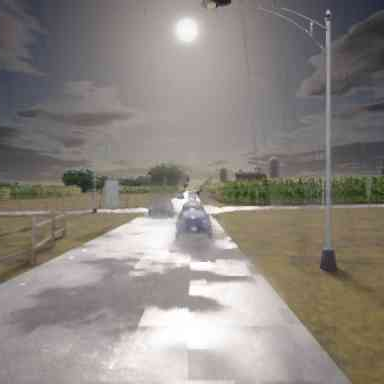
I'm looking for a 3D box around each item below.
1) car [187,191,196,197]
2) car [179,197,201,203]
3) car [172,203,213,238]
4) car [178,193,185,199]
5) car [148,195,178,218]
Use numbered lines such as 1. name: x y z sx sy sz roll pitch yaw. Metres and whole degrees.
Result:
1. car: -0.028 0.793 87.683 2.150 2.045 5.566 0 1 0
2. car: 0.105 1.469 28.022 1.882 1.535 5.008 0 0 1
3. car: 0.079 1.520 17.411 1.812 1.442 4.674 0 0 0
4. car: -2.778 1.117 84.134 1.837 1.490 4.892 0 1 0
5. car: -2.684 1.341 30.153 2.097 1.767 4.553 0 0 1
